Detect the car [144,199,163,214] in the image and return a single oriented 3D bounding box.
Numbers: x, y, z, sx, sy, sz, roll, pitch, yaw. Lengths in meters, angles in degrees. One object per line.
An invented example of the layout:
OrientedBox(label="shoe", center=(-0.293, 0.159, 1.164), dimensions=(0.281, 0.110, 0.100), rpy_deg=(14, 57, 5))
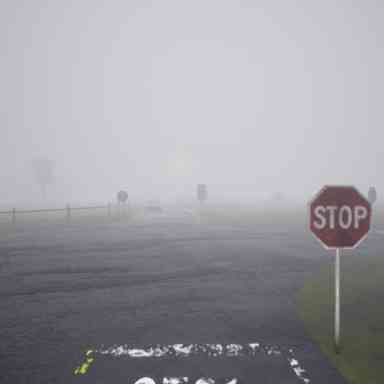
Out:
OrientedBox(label="car", center=(-4.178, 1.509, 36.467), dimensions=(1.882, 1.535, 5.008), rpy_deg=(0, 0, -4))
